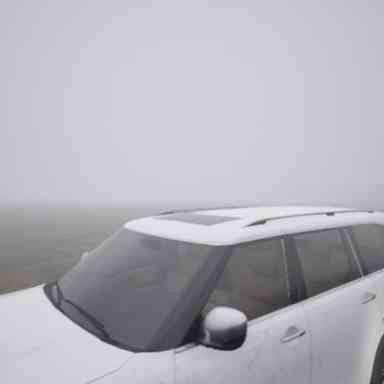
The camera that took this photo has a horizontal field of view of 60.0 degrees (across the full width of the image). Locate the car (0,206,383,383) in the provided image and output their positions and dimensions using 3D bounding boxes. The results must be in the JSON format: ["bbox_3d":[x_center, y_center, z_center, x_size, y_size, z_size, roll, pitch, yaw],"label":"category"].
[{"bbox_3d":[0.170,1.213,3.230,5.566,2.045,2.150,0,0,-37],"label":"car"}]
